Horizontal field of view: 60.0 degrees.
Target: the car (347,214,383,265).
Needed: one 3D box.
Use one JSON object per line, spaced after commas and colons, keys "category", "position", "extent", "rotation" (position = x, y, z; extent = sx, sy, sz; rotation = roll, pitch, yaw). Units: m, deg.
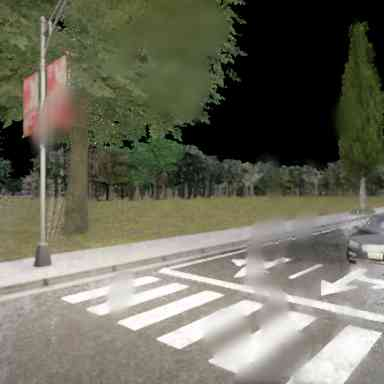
{"category": "car", "position": [6.712, 1.500, 11.048], "extent": [2.128, 1.511, 4.902], "rotation": [-1, 0, 42]}
